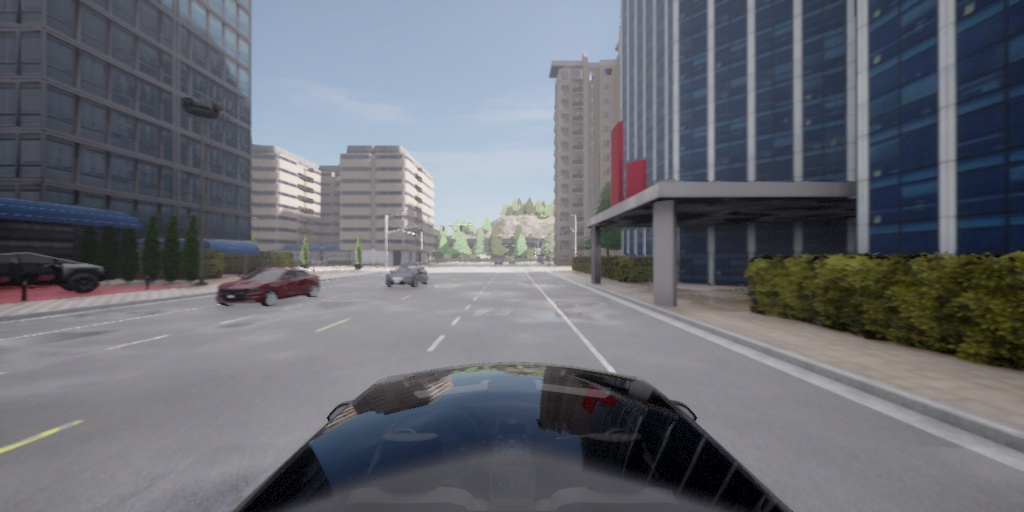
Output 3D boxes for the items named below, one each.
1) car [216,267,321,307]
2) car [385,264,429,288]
[{"bbox_3d":[-10.564,1.273,15.993,1.882,1.535,5.008,0,-1,0],"label":"car"},{"bbox_3d":[-7.023,1.319,24.413,2.128,1.511,4.902,0,0,0],"label":"car"}]
